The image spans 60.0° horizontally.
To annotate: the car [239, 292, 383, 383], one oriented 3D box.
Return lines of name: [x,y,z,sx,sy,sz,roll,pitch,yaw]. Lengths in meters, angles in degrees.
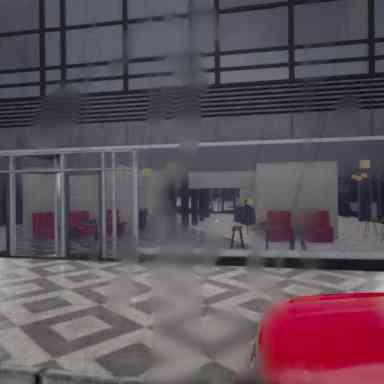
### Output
car: [3.037,1.223,1.864,5.566,2.045,2.150,0,0,10]
